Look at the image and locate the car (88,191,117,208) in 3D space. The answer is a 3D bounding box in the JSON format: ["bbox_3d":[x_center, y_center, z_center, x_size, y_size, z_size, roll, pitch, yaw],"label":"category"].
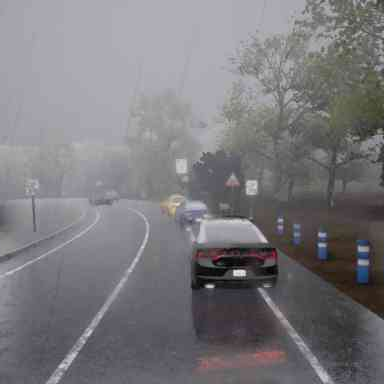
[{"bbox_3d":[-10.241,0.960,37.125,1.895,1.301,4.718,-3,2,-27],"label":"car"}]

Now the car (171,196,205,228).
[{"bbox_3d":[0.038,1.201,19.362,1.812,1.442,4.674,-1,2,-8],"label":"car"}]

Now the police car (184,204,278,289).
[{"bbox_3d":[0.866,1.369,9.187,1.930,1.638,5.238,0,1,-2],"label":"police car"}]

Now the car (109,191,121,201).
[{"bbox_3d":[-11.733,0.610,46.444,2.033,1.411,5.357,-5,3,-35],"label":"car"}]

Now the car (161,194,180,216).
[{"bbox_3d":[-1.216,0.937,25.693,1.801,1.575,5.366,-2,2,-14],"label":"car"}]
